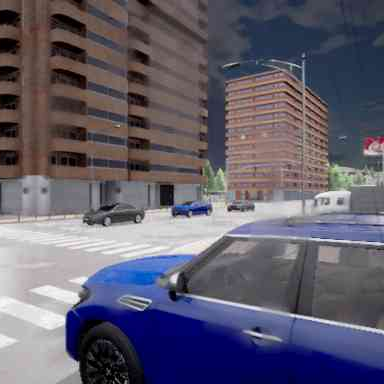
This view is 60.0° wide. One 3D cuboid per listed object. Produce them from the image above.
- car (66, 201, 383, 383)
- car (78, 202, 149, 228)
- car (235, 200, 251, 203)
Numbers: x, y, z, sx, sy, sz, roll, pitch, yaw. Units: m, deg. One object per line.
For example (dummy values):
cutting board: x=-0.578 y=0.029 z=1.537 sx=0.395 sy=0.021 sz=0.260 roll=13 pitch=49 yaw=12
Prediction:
car: x=1.187 y=1.223 z=3.134 sx=5.566 sy=2.045 sz=2.150 roll=0 pitch=0 yaw=35
car: x=-5.428 y=1.559 z=23.585 sx=1.837 sy=1.490 sz=4.892 roll=0 pitch=0 yaw=35
car: x=5.863 y=1.618 z=39.431 sx=1.994 sy=1.385 sz=4.181 roll=0 pitch=0 yaw=36
